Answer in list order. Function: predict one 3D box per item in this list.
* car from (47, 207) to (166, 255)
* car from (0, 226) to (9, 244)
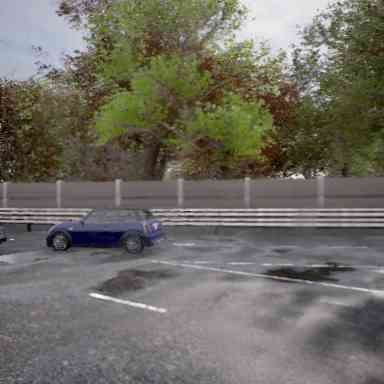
[{"bbox_3d":[-3.444,1.406,13.358,4.553,1.767,2.097,-1,0,13],"label":"car"},{"bbox_3d":[-10.007,1.668,13.767,5.357,1.411,2.033,-1,0,27],"label":"car"}]
